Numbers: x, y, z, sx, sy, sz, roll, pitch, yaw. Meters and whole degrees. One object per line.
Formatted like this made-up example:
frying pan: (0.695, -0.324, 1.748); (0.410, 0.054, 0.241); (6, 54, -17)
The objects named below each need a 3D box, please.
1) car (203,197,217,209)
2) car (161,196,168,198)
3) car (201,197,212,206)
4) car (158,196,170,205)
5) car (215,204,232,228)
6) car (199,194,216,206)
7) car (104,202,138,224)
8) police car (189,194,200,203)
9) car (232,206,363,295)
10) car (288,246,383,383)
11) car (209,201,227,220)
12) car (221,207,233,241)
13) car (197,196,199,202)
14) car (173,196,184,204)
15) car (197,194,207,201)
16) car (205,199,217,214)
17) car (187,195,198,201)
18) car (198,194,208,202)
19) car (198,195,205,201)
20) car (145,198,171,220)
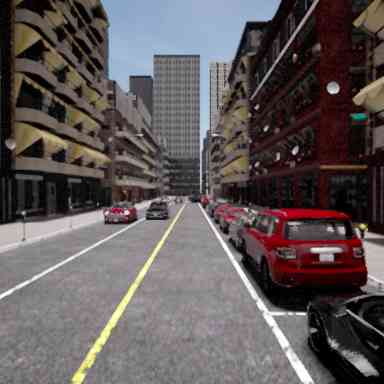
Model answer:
car: (2.556, 1.615, 36.439); (2.008, 1.369, 4.403); (-1, 0, 0)
car: (-5.325, 1.616, 52.895); (1.752, 1.417, 4.829); (-1, 0, 0)
car: (2.555, 1.626, 58.805); (1.752, 1.417, 4.829); (-1, 0, 0)
car: (-5.326, 1.549, 64.164); (1.967, 1.590, 4.097); (-1, 0, 0)
car: (2.556, 1.618, 19.792); (1.802, 1.307, 4.206); (-1, 0, 0)
car: (2.553, 1.397, 47.538); (2.192, 1.841, 5.009); (-1, 0, 0)
car: (-5.326, 1.486, 25.320); (1.967, 1.590, 4.097); (-1, 0, 0)
police car: (0.824, 1.550, 74.085); (1.930, 1.638, 5.238); (0, 0, 0)
car: (2.553, 1.331, 8.695); (2.192, 1.841, 5.009); (-1, 0, 0)
car: (2.556, 1.572, 3.145); (1.947, 1.339, 4.313); (-1, 0, 0)
car: (2.556, 1.628, 25.341); (1.802, 1.307, 4.206); (-1, 0, 0)
car: (2.556, 1.577, 14.243); (2.008, 1.369, 4.403); (-1, 0, 0)
car: (2.556, 1.700, 69.733); (1.802, 1.307, 4.206); (-1, 0, 0)
car: (-2.751, 1.637, 68.941); (2.128, 1.511, 4.902); (0, 0, 0)
car: (2.553, 1.458, 86.380); (2.192, 1.841, 5.009); (-1, 0, 0)
car: (2.556, 1.621, 30.890); (1.947, 1.339, 4.313); (-1, 0, 0)
car: (0.276, 1.653, 89.852); (1.837, 1.490, 4.892); (0, 0, 15)
car: (2.553, 1.450, 80.831); (2.192, 1.841, 5.009); (-1, 0, 0)
car: (2.554, 1.591, 91.929); (1.967, 1.590, 4.097); (-1, 0, 0)
car: (-2.848, 1.556, 28.675); (1.837, 1.490, 4.892); (0, 0, 0)
